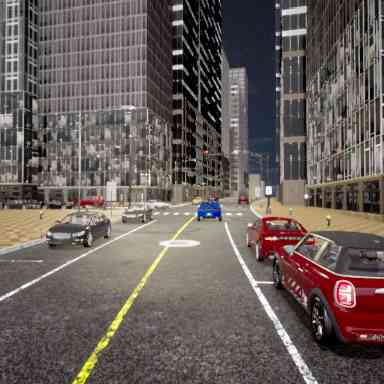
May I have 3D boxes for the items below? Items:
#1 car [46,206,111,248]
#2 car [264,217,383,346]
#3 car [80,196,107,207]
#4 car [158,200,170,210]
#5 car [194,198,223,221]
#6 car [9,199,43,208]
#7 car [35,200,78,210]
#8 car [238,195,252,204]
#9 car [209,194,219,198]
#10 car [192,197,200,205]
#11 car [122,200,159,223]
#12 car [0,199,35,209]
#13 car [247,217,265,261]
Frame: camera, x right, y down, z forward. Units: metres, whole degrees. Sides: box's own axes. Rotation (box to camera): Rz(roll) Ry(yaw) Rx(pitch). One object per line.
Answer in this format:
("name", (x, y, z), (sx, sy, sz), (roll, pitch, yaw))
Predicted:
("car", (-4.877, 1.562, 14.863), (2.008, 1.369, 4.403), (1, 0, 3))
("car", (2.816, 1.441, 6.313), (1.967, 1.590, 4.097), (1, 0, 2))
("car", (-15.134, 1.536, 49.590), (5.009, 1.841, 2.192), (0, -1, 13))
("car", (-5.354, 1.702, 44.011), (4.718, 1.301, 1.895), (-1, -1, 30))
("car", (1.486, 1.495, 27.121), (1.882, 1.535, 5.008), (0, 0, 5))
("car", (-26.020, 1.835, 52.171), (4.403, 1.369, 2.008), (0, -1, 13))
("car", (-16.948, 1.638, 41.919), (4.313, 1.339, 1.947), (0, -1, 13))
("car", (10.095, 1.412, 65.066), (2.192, 1.841, 5.009), (1, 0, 13))
("car", (5.176, 1.493, 78.752), (2.192, 1.841, 5.009), (1, 0, 14))
("car", (1.177, 1.642, 62.514), (1.752, 1.417, 4.829), (1, 0, 12))
("car", (-4.122, 1.574, 25.653), (2.008, 1.369, 4.403), (1, 0, 5))
("car", (-22.388, 1.655, 43.210), (4.403, 1.369, 2.008), (0, -1, 13))
("car", (3.010, 1.547, 11.953), (1.887, 1.381, 4.507), (1, 0, 3))
